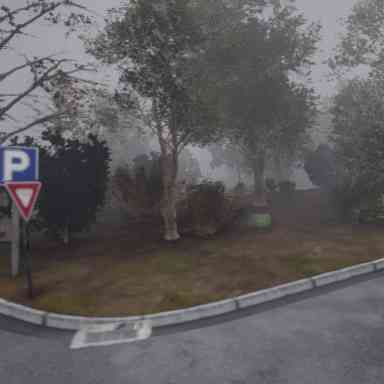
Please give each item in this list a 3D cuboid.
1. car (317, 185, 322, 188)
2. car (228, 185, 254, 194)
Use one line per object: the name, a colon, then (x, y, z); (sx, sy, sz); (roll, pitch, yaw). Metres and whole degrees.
car: (20.050, -1.678, 46.278); (2.150, 2.045, 5.566); (-5, 1, -45)
car: (7.951, -0.382, 49.723); (5.357, 1.411, 2.033); (-5, 0, -9)
